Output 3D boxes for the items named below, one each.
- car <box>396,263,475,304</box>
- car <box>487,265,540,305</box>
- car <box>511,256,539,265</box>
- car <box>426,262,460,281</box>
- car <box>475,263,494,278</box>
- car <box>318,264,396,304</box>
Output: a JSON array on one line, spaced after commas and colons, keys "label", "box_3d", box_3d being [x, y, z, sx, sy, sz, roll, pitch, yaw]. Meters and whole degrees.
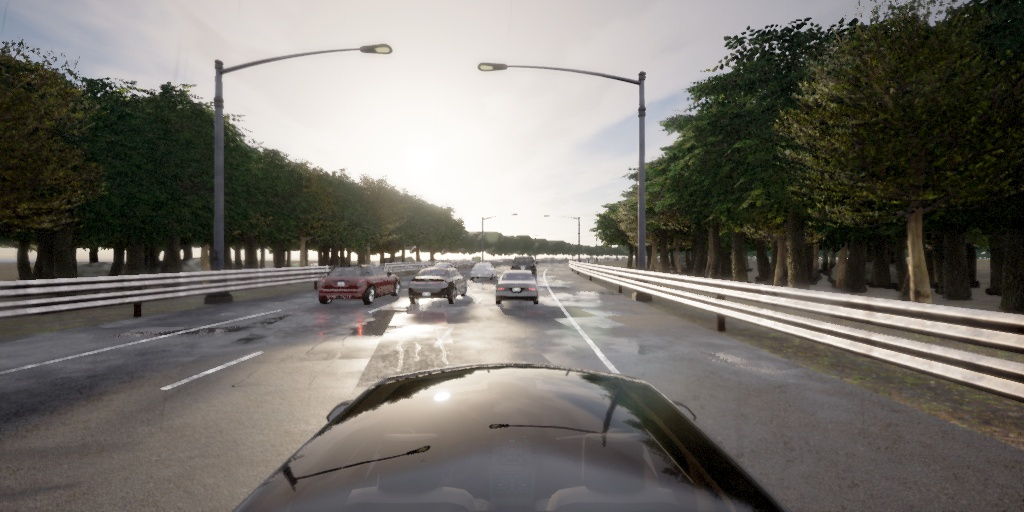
[{"label": "car", "box_3d": [-3.232, 1.262, 16.307, 2.128, 1.511, 4.902, 0, 0, 2]}, {"label": "car", "box_3d": [0.266, 1.328, 16.181, 2.033, 1.411, 5.357, 0, 0, 2]}, {"label": "car", "box_3d": [1.065, 1.044, 30.874, 2.150, 2.045, 5.566, 0, 0, 4]}, {"label": "car", "box_3d": [-5.919, 1.324, 31.349, 1.812, 1.442, 4.674, 0, 0, 4]}, {"label": "car", "box_3d": [-2.429, 1.322, 31.095, 1.812, 1.442, 4.674, 0, 0, 4]}, {"label": "car", "box_3d": [-6.731, 1.134, 16.404, 2.097, 1.767, 4.553, 0, 0, 2]}]
